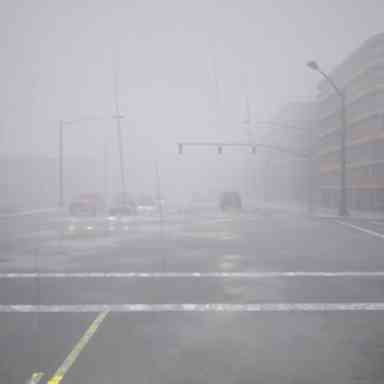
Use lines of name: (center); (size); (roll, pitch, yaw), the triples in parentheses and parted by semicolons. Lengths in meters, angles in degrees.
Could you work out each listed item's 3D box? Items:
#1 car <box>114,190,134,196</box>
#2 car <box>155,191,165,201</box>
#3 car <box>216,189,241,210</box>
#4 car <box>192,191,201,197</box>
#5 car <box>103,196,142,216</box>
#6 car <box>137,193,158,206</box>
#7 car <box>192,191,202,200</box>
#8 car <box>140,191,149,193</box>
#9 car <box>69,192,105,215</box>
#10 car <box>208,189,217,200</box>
car: (-9.729, 0.802, 47.555); (2.150, 2.045, 5.566); (0, 1, 1)
car: (-6.141, 0.659, 61.143); (2.097, 1.767, 4.553); (0, 1, 1)
car: (4.429, 0.941, 39.190); (2.150, 2.045, 5.566); (0, 1, 0)
car: (0.983, 0.470, 76.275); (2.033, 1.411, 5.357); (0, 1, 0)
car: (-6.307, 1.397, 30.989); (2.033, 1.411, 5.357); (0, 1, 0)
car: (-6.238, 1.188, 45.260); (1.994, 1.385, 4.181); (0, 1, 0)
car: (0.941, 0.804, 66.300); (1.895, 1.301, 4.718); (0, 1, 0)
car: (-9.577, 0.561, 66.049); (2.097, 1.767, 4.553); (0, 1, 1)
car: (-9.789, 1.062, 31.668); (2.150, 2.045, 5.566); (0, 1, 1)
car: (4.443, 0.431, 66.053); (2.150, 2.045, 5.566); (0, 1, 0)
